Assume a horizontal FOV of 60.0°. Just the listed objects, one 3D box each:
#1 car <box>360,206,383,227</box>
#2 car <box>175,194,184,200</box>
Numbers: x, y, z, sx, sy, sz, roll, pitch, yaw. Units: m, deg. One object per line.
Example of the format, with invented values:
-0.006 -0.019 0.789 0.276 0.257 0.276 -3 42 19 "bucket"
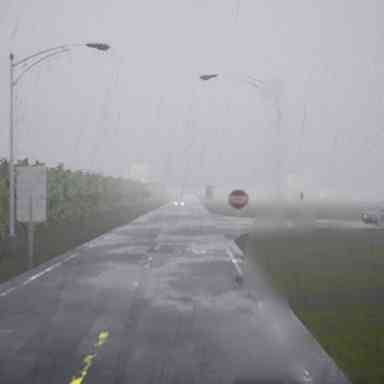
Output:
14.055 1.639 23.097 4.181 1.385 1.994 0 0 1 "car"
-2.770 1.080 74.993 1.895 1.301 4.718 0 0 0 "car"
